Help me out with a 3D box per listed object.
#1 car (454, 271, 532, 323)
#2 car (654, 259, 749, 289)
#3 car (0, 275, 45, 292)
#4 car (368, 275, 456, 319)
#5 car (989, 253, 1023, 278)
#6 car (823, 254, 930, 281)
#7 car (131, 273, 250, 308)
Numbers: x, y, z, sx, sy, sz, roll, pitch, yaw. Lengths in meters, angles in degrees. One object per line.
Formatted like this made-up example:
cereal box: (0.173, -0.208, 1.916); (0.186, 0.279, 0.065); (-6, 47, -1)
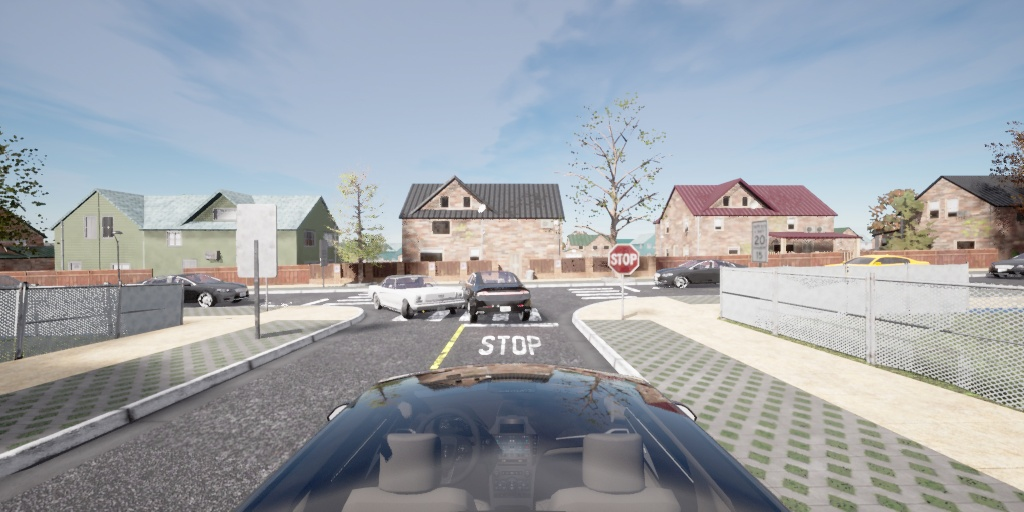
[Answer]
car: (-0.687, 1.243, 12.210); (2.128, 1.511, 4.902); (0, 0, -12)
car: (10.328, 0.926, 19.619); (4.902, 1.511, 2.128); (-1, 1, 0)
car: (-24.242, 1.648, 16.522); (4.553, 1.767, 2.097); (-1, 1, 0)
car: (-3.604, 1.368, 13.069); (1.895, 1.301, 4.718); (0, 0, -38)
car: (29.383, 0.478, 19.694); (4.902, 1.511, 2.128); (-1, 1, 0)
car: (19.759, 0.690, 19.657); (5.008, 1.535, 1.882); (-1, 1, -1)
car: (-14.904, 1.566, 16.563); (4.902, 1.511, 2.128); (-1, 1, 0)
